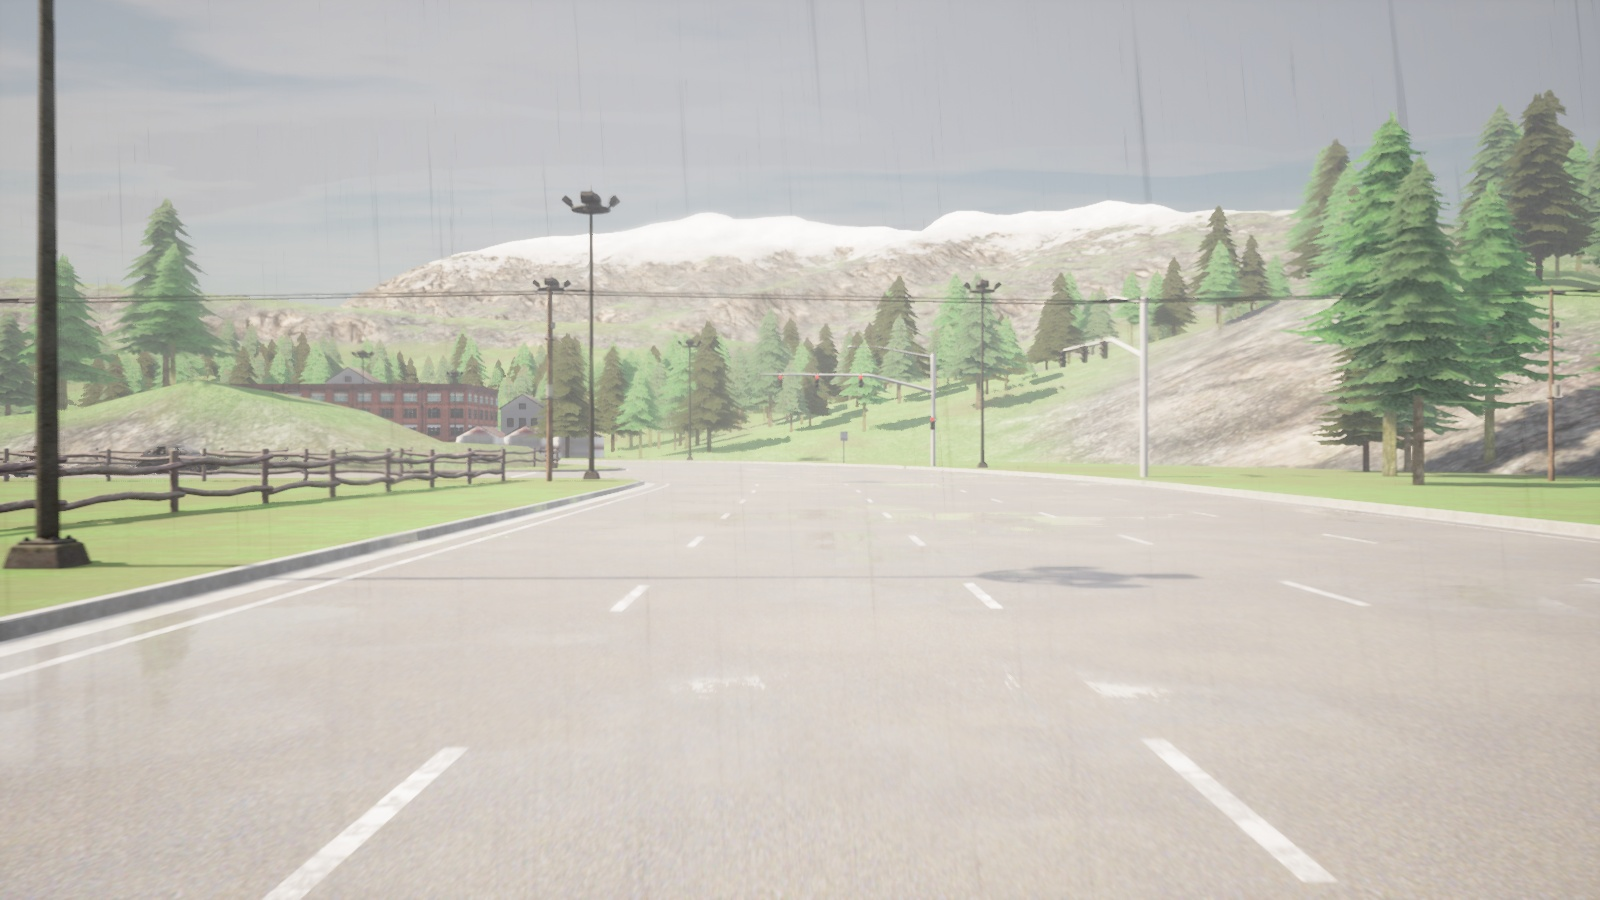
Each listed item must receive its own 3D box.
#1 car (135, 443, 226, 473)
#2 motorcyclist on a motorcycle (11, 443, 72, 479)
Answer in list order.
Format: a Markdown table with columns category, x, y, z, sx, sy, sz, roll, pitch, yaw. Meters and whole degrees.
| category | x | y | z | sx | sy | sz | roll | pitch | yaw |
| --- | --- | --- | --- | --- | --- | --- | --- | --- | --- |
| car | -33.533 | 0.429 | 68.053 | 3.988 | 1.617 | 1.851 | 0 | 0 | 0 |
| motorcyclist on a motorcycle | -34.757 | 0.510 | 57.545 | 2.350 | 1.649 | 0.766 | 0 | 0 | 0 |
